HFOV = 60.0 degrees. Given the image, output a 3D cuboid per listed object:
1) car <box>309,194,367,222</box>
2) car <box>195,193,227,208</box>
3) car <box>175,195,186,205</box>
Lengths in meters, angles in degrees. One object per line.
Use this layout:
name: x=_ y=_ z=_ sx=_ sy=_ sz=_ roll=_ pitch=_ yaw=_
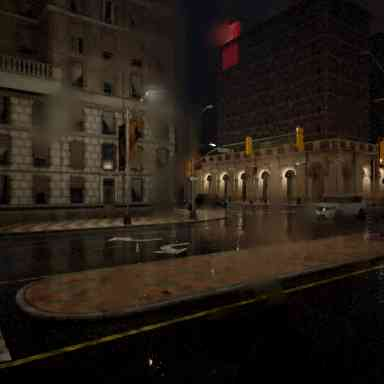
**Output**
car: x=11.611 y=1.221 z=26.273 sx=5.566 sy=2.045 sz=2.150 roll=0 pitch=0 yaw=-35
car: x=2.662 y=1.221 z=48.149 sx=2.150 sy=2.045 sz=5.566 roll=0 pitch=0 yaw=-35
car: x=-2.970 y=1.352 z=56.114 sx=2.097 sy=1.767 sz=4.553 roll=0 pitch=0 yaw=-35
